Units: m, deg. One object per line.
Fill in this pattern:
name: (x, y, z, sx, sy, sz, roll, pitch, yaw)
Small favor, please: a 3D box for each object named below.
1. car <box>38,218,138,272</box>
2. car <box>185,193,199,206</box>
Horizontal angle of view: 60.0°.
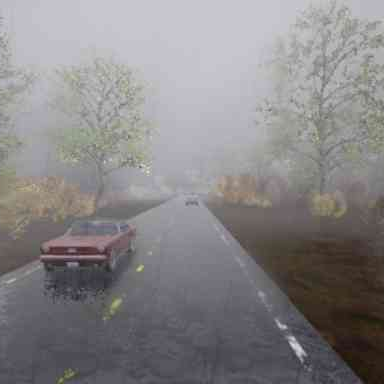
car: (-3.071, 1.555, 10.790, 1.895, 1.301, 4.718, 0, 0, 0)
car: (-0.009, 1.329, 50.222, 2.033, 1.411, 5.357, 0, 0, 0)
